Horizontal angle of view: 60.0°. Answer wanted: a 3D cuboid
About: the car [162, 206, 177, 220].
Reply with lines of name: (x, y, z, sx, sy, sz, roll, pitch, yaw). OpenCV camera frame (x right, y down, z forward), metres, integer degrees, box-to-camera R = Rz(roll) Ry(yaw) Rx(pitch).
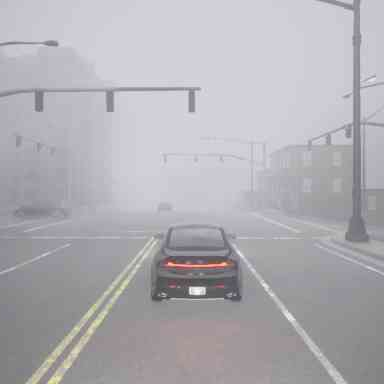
car: (-3.642, 3.522, 54.959, 2.128, 1.511, 4.902, 0, -12, 0)

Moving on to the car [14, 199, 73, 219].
car: (-12.722, 1.353, 28.547, 4.553, 1.767, 2.097, 0, 0, 1)

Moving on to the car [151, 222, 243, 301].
car: (0.092, 1.505, 8.316, 1.837, 1.490, 4.892, 0, 0, 0)

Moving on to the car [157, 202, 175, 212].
car: (-3.642, 2.066, 45.551, 1.837, 1.490, 4.892, 0, -5, 0)
